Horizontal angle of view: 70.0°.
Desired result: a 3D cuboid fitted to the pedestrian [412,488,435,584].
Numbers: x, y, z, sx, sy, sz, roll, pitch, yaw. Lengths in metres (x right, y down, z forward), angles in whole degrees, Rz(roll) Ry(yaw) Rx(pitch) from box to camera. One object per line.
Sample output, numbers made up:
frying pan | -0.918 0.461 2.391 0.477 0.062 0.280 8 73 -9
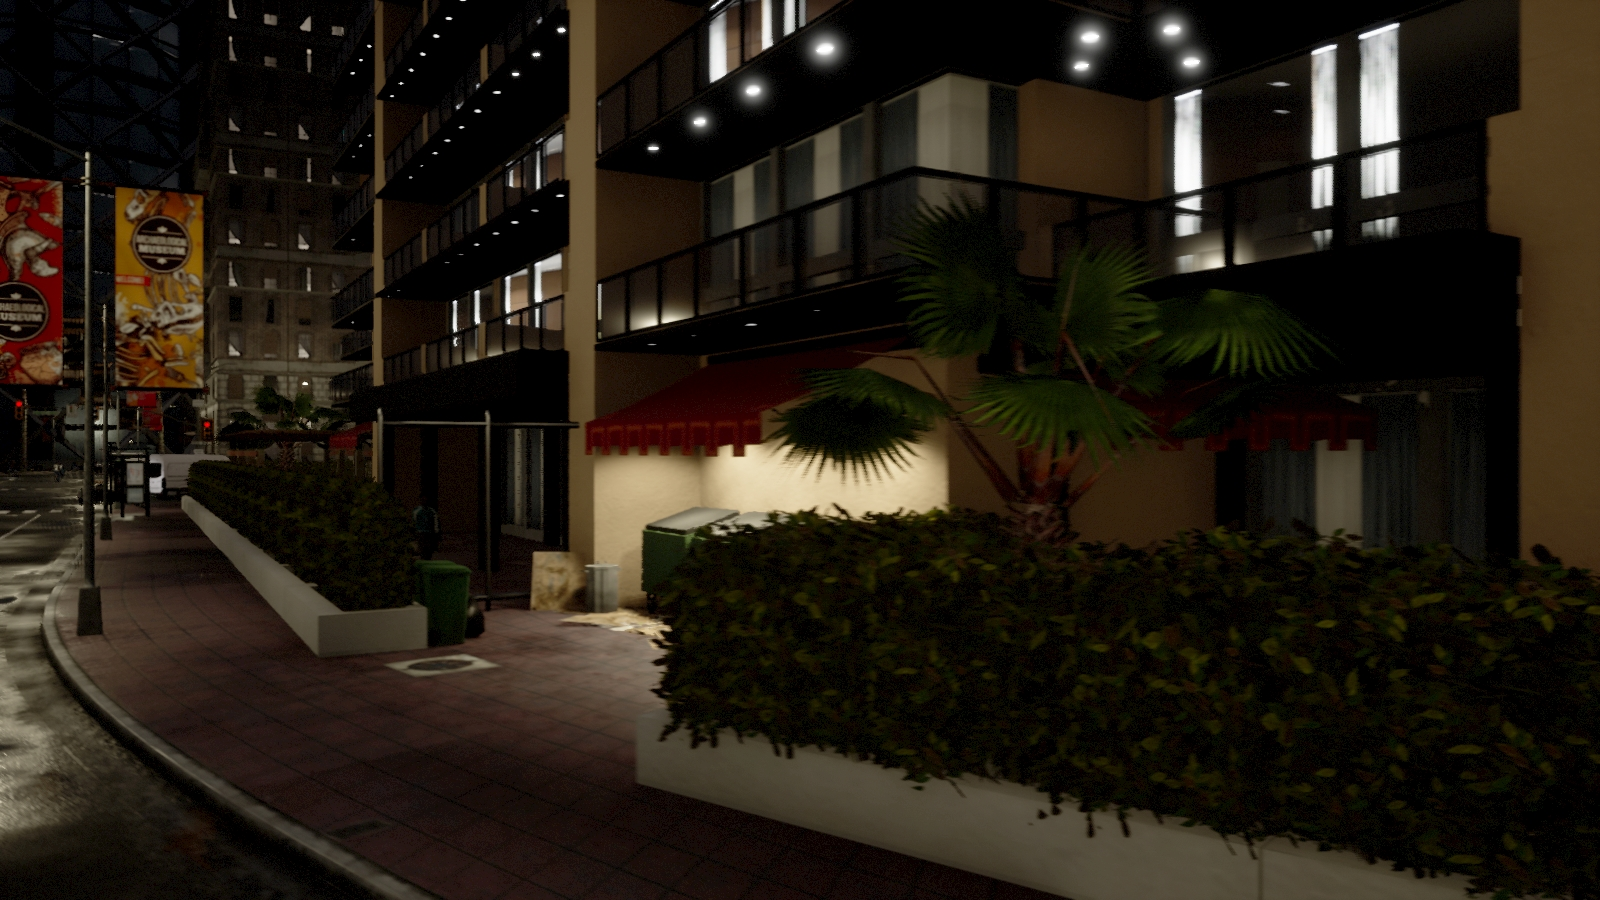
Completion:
pedestrian | -7.489 1.699 22.734 0.375 1.860 0.375 0 0 -29
